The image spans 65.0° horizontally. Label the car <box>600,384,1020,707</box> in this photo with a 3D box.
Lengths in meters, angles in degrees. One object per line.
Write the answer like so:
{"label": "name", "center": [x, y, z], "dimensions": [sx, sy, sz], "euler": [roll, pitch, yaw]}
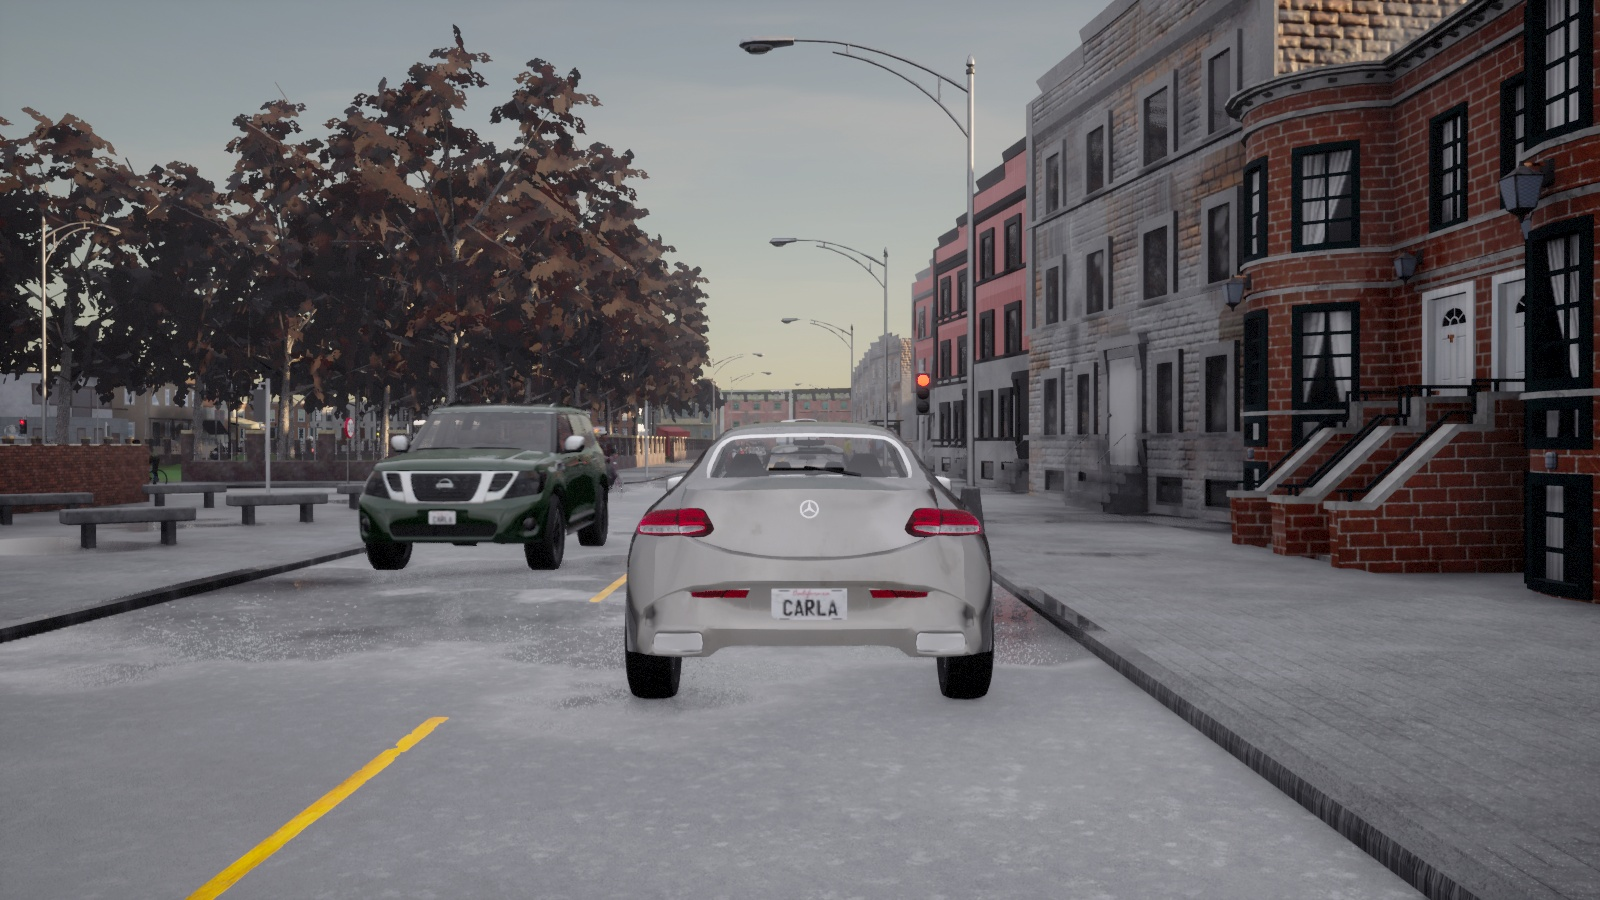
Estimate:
{"label": "car", "center": [0.064, 0.475, 8.950], "dimensions": [2.152, 1.651, 5.027], "euler": [0, 0, 0]}

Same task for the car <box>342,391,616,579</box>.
{"label": "car", "center": [-3.907, 0.369, 16.479], "dimensions": [2.150, 2.045, 5.566], "euler": [0, 0, 0]}
